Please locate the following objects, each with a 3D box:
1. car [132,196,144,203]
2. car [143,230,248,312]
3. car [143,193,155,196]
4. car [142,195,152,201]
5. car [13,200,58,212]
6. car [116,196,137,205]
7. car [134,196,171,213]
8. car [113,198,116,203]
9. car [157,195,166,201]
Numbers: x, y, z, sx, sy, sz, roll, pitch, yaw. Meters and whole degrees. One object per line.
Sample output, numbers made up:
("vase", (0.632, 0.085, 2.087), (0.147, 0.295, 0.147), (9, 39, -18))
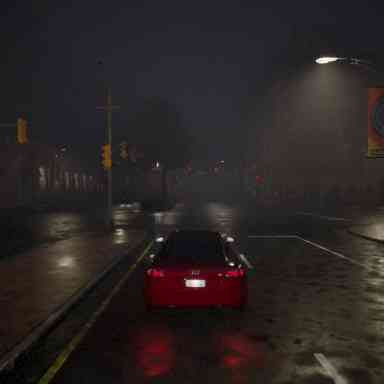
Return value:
("car", (-11.527, 1.553, 71.623), (1.994, 1.385, 4.181), (0, 0, 0))
("car", (0.072, 1.564, 7.814), (1.994, 1.385, 4.181), (0, 0, 0))
("car", (-8.088, 1.222, 62.014), (2.150, 2.045, 5.566), (0, 0, 0))
("car", (-11.532, 1.478, 86.163), (1.882, 1.535, 5.008), (0, 0, 0))
("car", (-18.435, 1.601, 39.280), (4.718, 1.301, 1.895), (0, 0, -28))
("car", (-11.597, 1.564, 59.152), (1.994, 1.385, 4.181), (0, 0, 0))
("car", (-4.290, 1.505, 37.747), (1.837, 1.490, 4.892), (-2, 1, -37))
("car", (-14.775, 1.595, 67.921), (1.895, 1.301, 4.718), (0, 0, 0))
("car", (-8.033, 1.491, 88.666), (1.837, 1.490, 4.892), (0, 0, 0))
